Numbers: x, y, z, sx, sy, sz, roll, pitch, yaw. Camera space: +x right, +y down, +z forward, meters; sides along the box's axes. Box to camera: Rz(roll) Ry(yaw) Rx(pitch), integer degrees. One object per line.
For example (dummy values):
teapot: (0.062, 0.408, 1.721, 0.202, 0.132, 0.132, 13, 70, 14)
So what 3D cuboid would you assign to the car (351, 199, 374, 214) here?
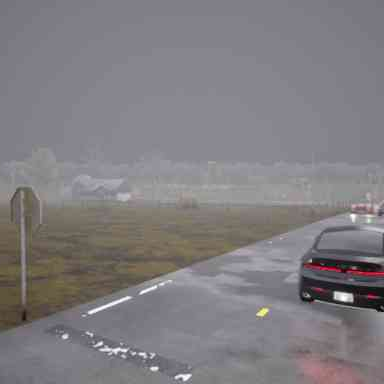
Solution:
car: (20.030, 1.631, 39.050, 2.097, 1.767, 4.553, 0, -1, 32)

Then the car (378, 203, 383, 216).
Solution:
car: (20.272, 1.784, 34.107, 1.994, 1.385, 4.181, 0, -1, 32)

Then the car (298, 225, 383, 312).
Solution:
car: (3.811, 1.514, 7.633, 1.837, 1.490, 4.892, 0, 0, 32)

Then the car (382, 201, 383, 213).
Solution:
car: (25.427, 1.881, 42.540, 1.812, 1.442, 4.674, 0, -1, 32)
